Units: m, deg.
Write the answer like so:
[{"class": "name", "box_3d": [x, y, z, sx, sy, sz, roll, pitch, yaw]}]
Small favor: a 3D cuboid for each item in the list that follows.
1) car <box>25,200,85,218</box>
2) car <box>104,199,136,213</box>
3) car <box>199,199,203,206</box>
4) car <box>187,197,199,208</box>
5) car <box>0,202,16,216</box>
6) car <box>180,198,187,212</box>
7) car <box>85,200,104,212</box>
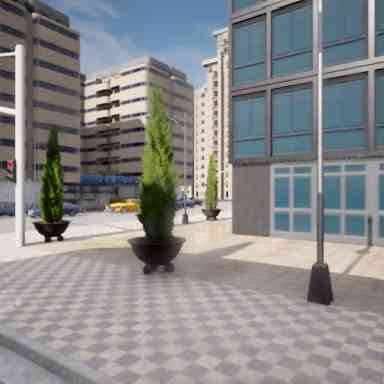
[{"class": "car", "box_3d": [-12.489, 1.579, 30.236, 1.812, 1.442, 4.674, 0, 0, 35]}, {"class": "car", "box_3d": [-7.163, 1.531, 37.783, 1.882, 1.535, 5.008, 0, 0, 35]}, {"class": "car", "box_3d": [-0.023, 1.578, 53.833, 1.812, 1.442, 4.674, 0, 0, 36]}, {"class": "car", "box_3d": [-1.383, 1.579, 45.911, 1.812, 1.442, 4.674, 0, 0, 35]}, {"class": "car", "box_3d": [-17.144, 1.600, 29.756, 2.033, 1.411, 5.357, 0, 0, 35]}, {"class": "car", "box_3d": [-3.014, 1.405, 37.255, 2.097, 1.767, 4.553, 0, 0, 35]}, {"class": "car", "box_3d": [-11.806, 1.617, 37.283, 1.994, 1.385, 4.181, 0, 0, 35]}]
